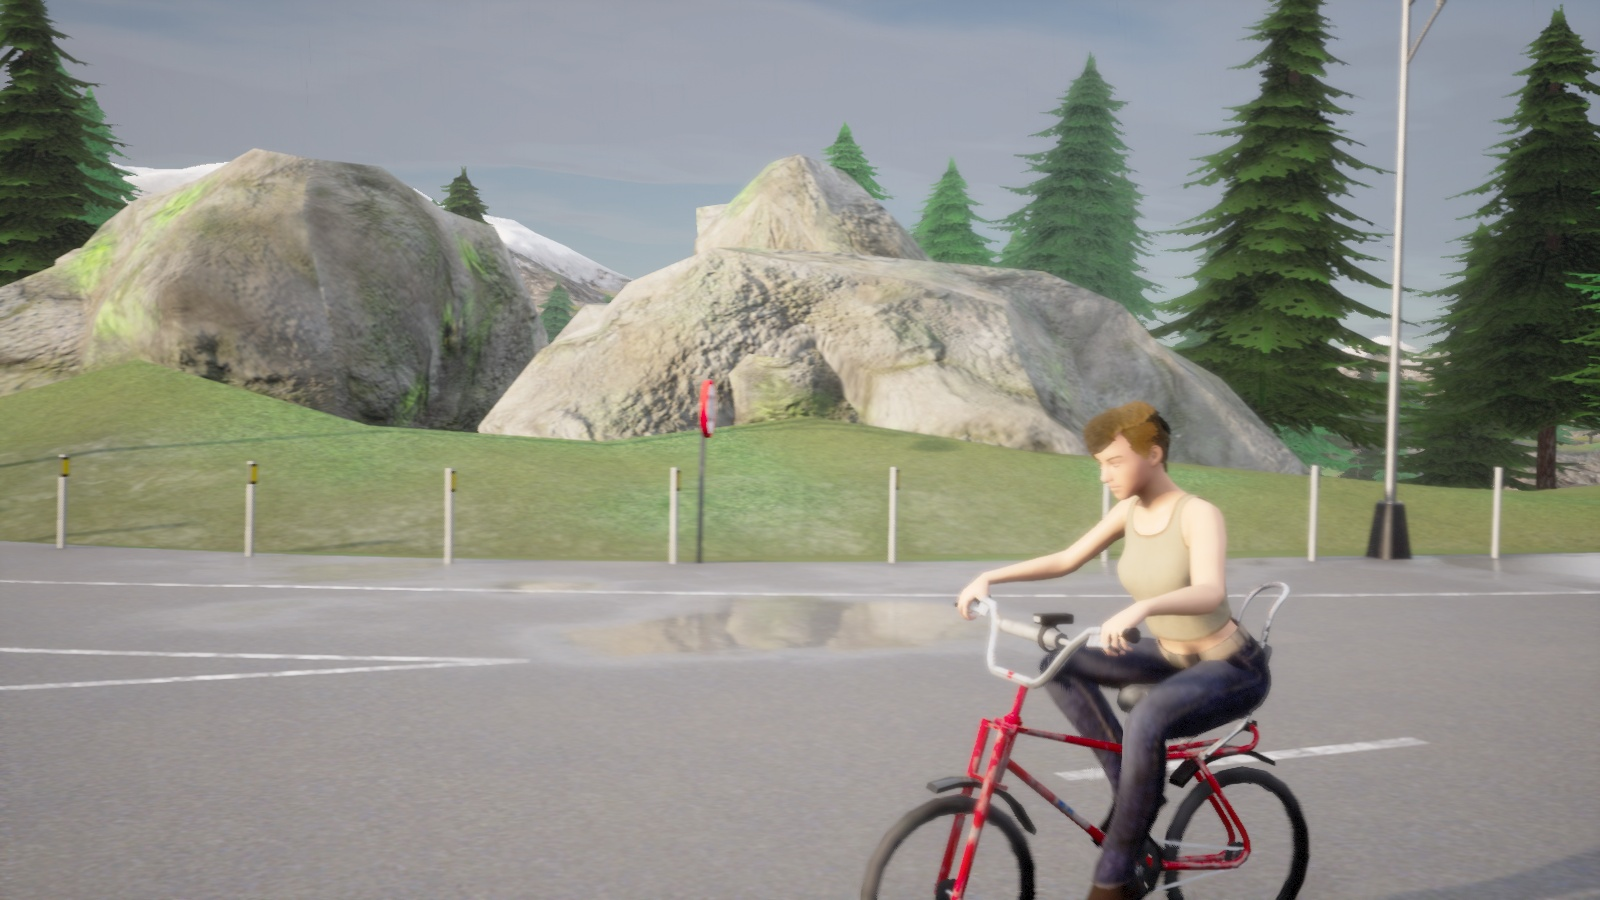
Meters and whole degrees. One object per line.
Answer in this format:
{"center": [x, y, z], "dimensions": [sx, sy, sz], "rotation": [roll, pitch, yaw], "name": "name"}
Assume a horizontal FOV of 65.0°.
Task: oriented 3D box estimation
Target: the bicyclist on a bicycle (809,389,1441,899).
{"center": [0.894, 0.648, 3.574], "dimensions": [1.509, 1.612, 0.866], "rotation": [-1, 1, -21], "name": "bicyclist on a bicycle"}
